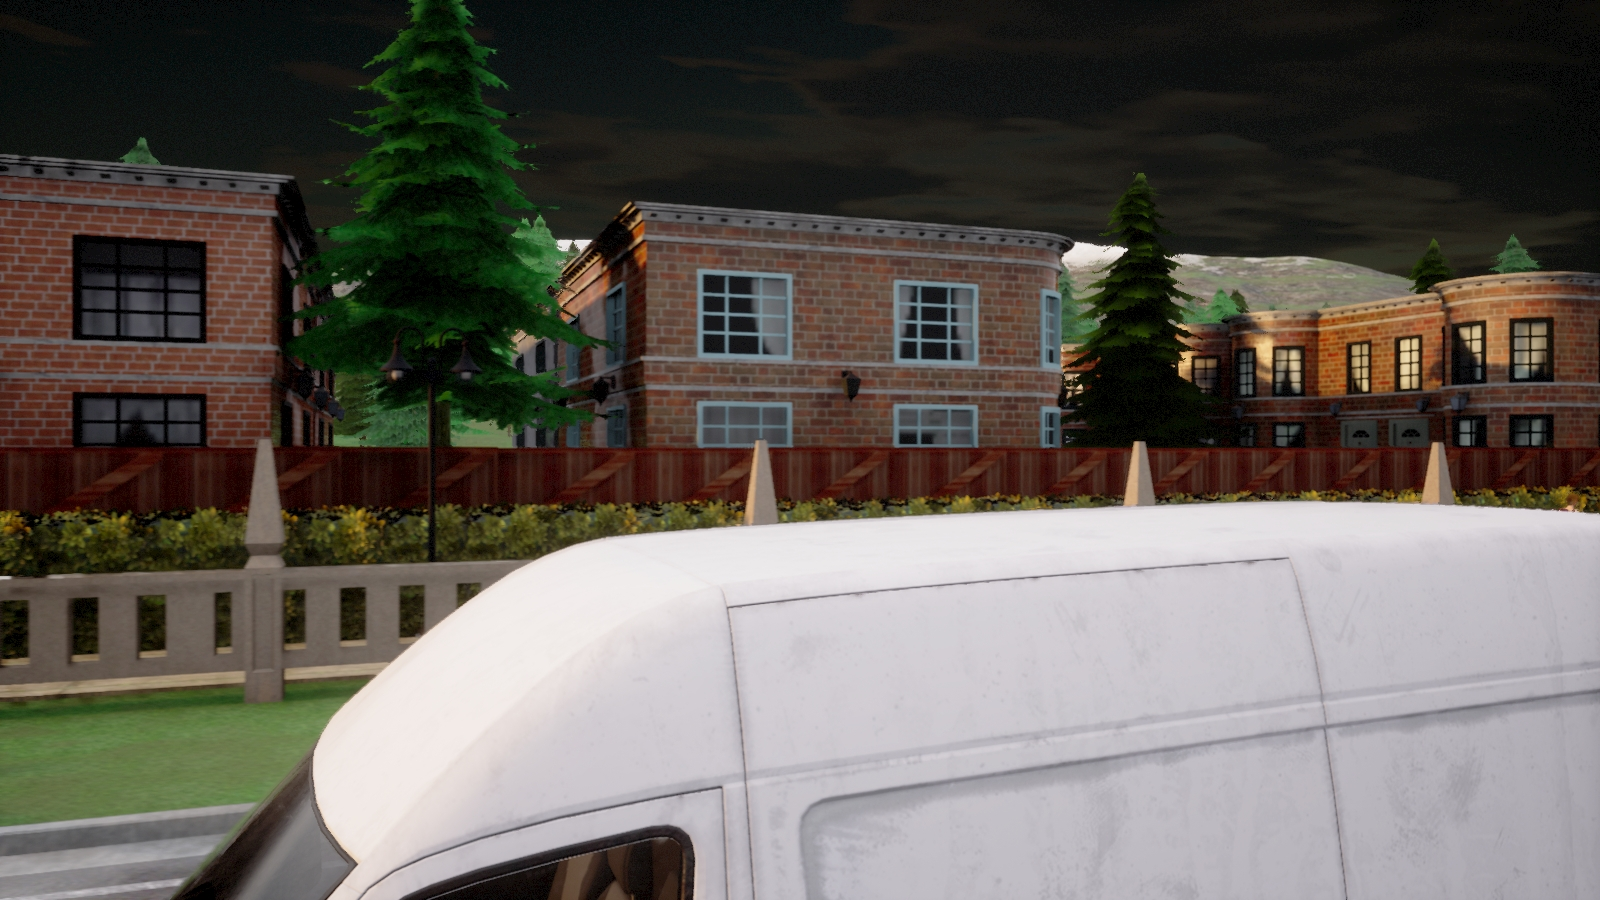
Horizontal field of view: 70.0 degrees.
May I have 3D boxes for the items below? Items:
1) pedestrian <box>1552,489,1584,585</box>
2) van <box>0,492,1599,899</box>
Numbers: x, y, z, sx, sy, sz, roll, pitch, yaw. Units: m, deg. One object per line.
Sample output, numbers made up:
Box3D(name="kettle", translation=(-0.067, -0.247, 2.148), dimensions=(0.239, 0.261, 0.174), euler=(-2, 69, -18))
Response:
Box3D(name="pedestrian", translation=(15.157, 1.704, 22.542), dimensions=(0.375, 1.860, 0.375), euler=(0, 0, -20))
Box3D(name="van", translation=(0.133, 1.530, 3.352), dimensions=(5.915, 2.561, 1.988), euler=(-1, 0, -20))
